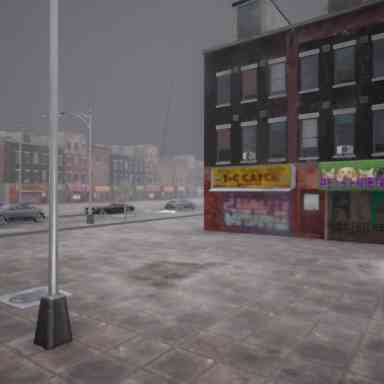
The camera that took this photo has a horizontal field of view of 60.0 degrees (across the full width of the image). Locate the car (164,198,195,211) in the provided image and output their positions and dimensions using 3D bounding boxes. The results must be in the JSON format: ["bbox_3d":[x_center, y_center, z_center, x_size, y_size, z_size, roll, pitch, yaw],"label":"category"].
[{"bbox_3d":[-1.404,1.443,39.211,1.994,1.385,4.181,0,0,35],"label":"car"}]

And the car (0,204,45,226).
[{"bbox_3d":[-12.598,1.513,23.380,1.994,1.385,4.181,0,0,36],"label":"car"}]

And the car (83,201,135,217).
[{"bbox_3d":[-7.556,1.517,30.516,1.895,1.301,4.718,0,0,36],"label":"car"}]
